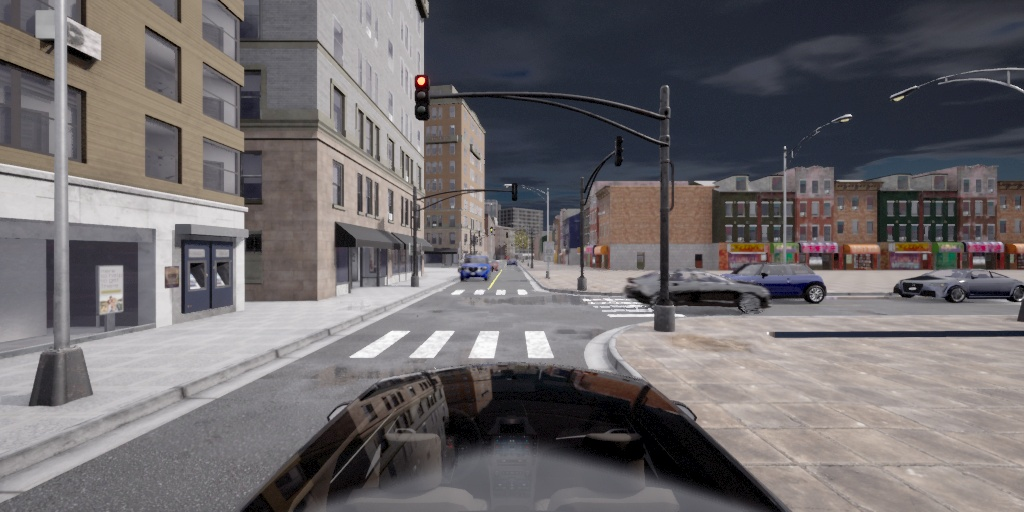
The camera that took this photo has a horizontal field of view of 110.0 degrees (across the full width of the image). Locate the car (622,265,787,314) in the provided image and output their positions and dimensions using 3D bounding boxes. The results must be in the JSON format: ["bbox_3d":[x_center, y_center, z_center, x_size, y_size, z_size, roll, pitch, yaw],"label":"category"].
[{"bbox_3d":[6.560,1.217,13.008,4.902,1.511,2.128,0,0,5],"label":"car"}]

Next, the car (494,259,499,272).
[{"bbox_3d":[-2.861,1.113,46.675,2.097,1.767,4.553,0,0,0],"label":"car"}]

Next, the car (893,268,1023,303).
[{"bbox_3d":[19.420,1.234,15.618,4.181,1.385,1.994,0,0,0],"label":"car"}]

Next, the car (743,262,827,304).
[{"bbox_3d":[10.741,1.054,15.590,4.553,1.767,2.097,0,0,1],"label":"car"}]

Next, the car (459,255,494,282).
[{"bbox_3d":[-2.885,0.975,29.236,2.150,2.045,5.566,0,0,0],"label":"car"}]
